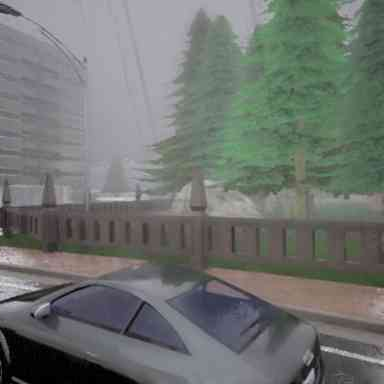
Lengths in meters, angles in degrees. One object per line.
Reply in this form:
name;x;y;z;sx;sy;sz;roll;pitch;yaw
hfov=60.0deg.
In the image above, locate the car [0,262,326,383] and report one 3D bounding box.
car;-0.714;1.563;3.861;4.181;1.385;1.994;-1;0;33
